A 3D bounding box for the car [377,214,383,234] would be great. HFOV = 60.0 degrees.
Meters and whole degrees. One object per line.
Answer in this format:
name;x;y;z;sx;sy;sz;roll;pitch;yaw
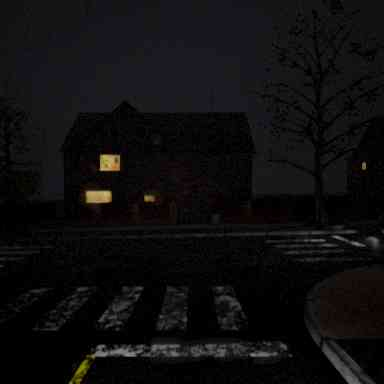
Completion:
car;10.321;1.031;13.947;4.553;1.767;2.097;-1;1;0
